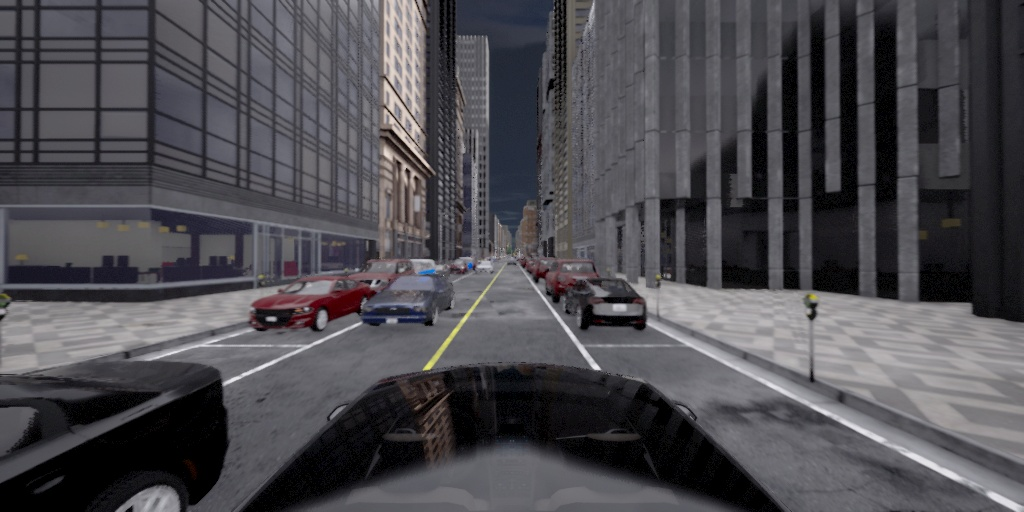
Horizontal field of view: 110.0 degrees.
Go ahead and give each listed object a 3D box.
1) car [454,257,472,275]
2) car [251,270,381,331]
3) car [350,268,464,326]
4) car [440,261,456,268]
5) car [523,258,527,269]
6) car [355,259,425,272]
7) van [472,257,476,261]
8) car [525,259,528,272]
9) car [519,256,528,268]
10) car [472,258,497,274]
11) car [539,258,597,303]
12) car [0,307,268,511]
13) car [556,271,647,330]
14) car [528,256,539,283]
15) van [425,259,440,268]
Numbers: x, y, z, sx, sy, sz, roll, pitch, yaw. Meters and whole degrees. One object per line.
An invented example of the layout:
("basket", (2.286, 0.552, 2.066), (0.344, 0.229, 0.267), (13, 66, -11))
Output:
("car", (-5.868, 1.169, 39.094), (1.967, 1.591, 4.097), (0, 0, 0))
("car", (-5.858, 1.298, 10.968), (1.888, 1.381, 4.507), (0, 0, 0))
("car", (-3.092, 1.300, 11.919), (2.033, 1.411, 5.357), (0, 0, 0))
("car", (-5.864, 1.294, 27.844), (2.007, 1.370, 4.403), (0, 0, 0))
("car", (2.656, 1.263, 44.719), (1.888, 1.381, 4.507), (0, 0, 0))
("car", (-5.860, 1.066, 16.594), (2.192, 1.841, 5.009), (0, 0, 0))
("van", (-5.870, 1.061, 44.719), (1.690, 1.789, 3.998), (0, 0, 0))
("car", (2.658, 1.308, 39.094), (1.802, 1.307, 4.207), (0, 0, 0))
("car", (2.652, 1.015, 55.968), (2.192, 1.841, 5.009), (0, 0, 0))
("car", (-3.012, 1.280, 39.970), (1.812, 1.442, 4.674), (0, 0, 0))
("car", (2.665, 1.063, 16.595), (2.192, 1.841, 5.009), (0, 0, 0))
("car", (-3.108, 1.228, 0.644), (1.882, 1.535, 5.008), (0, 0, 0))
("car", (2.667, 1.316, 10.970), (1.948, 1.339, 4.313), (0, 0, 0))
("car", (2.662, 1.055, 27.844), (2.192, 1.841, 5.009), (0, 0, 0))
("van", (-5.862, 1.089, 22.219), (1.690, 1.789, 3.998), (0, 0, 0))
